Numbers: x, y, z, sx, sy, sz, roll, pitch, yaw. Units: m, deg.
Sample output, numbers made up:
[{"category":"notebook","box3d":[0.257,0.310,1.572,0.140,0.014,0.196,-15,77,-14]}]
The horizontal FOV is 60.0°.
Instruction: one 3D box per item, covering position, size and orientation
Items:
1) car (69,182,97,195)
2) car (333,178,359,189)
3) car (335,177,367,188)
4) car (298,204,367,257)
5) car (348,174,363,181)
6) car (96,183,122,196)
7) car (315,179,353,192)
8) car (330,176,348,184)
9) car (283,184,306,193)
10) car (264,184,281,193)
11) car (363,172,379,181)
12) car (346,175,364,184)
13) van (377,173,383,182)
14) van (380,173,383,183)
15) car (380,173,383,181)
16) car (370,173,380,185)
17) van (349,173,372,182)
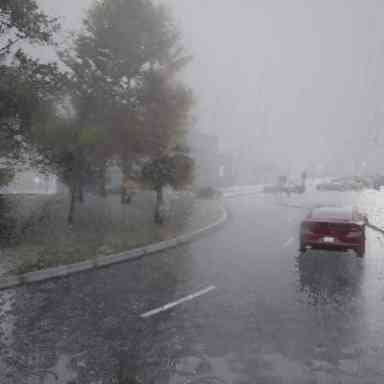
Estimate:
[{"category":"car","box3d":[-15.991,-0.468,51.054,5.566,2.045,2.150,2,-1,8]},{"category":"car","box3d":[23.659,-0.981,53.173,4.674,1.452,2.002,0,4,25]},{"category":"car","box3d":[25.620,-1.244,55.410,5.366,1.575,1.946,0,4,25]},{"category":"car","box3d":[5.046,1.152,11.828,1.882,1.535,5.008,1,2,26]},{"category":"car","box3d":[40.395,-3.557,81.890,1.837,1.490,4.892,0,4,45]},{"category":"car","box3d":[-10.310,-0.125,46.037,4.902,1.511,2.128,1,-1,26]},{"category":"car","box3d":[21.519,-0.800,51.018,4.892,1.521,2.231,0,4,25]},{"category":"car","box3d":[32.762,-2.633,74.155,1.882,1.535,5.008,0,4,45]},{"category":"car","box3d":[16.417,-0.577,52.742,1.994,1.385,4.181,0,5,44]},{"category":"car","box3d":[13.617,-0.592,54.668,1.812,1.442,4.674,0,5,45]},{"category":"car","box3d":[42.974,-3.695,79.876,2.097,1.767,4.553,0,4,45]},{"category":"car","box3d":[35.342,-2.764,72.141,2.097,1.767,4.553,0,4,45]},{"category":"van","box3d":[42.957,-3.233,72.575,4.442,1.987,1.878,0,4,25]},{"category":"van","box3d":[34.207,-2.348,64.014,4.442,1.987,1.878,0,4,25]},{"category":"car","box3d":[44.960,-3.353,74.804,4.553,1.767,2.185,0,4,25]},{"category":"car","box3d":[30.019,-1.933,59.649,5.566,2.045,2.435,0,4,25]},{"category":"van","box3d":[28.022,-1.689,57.436,4.442,1.987,1.878,0,4,25]}]
